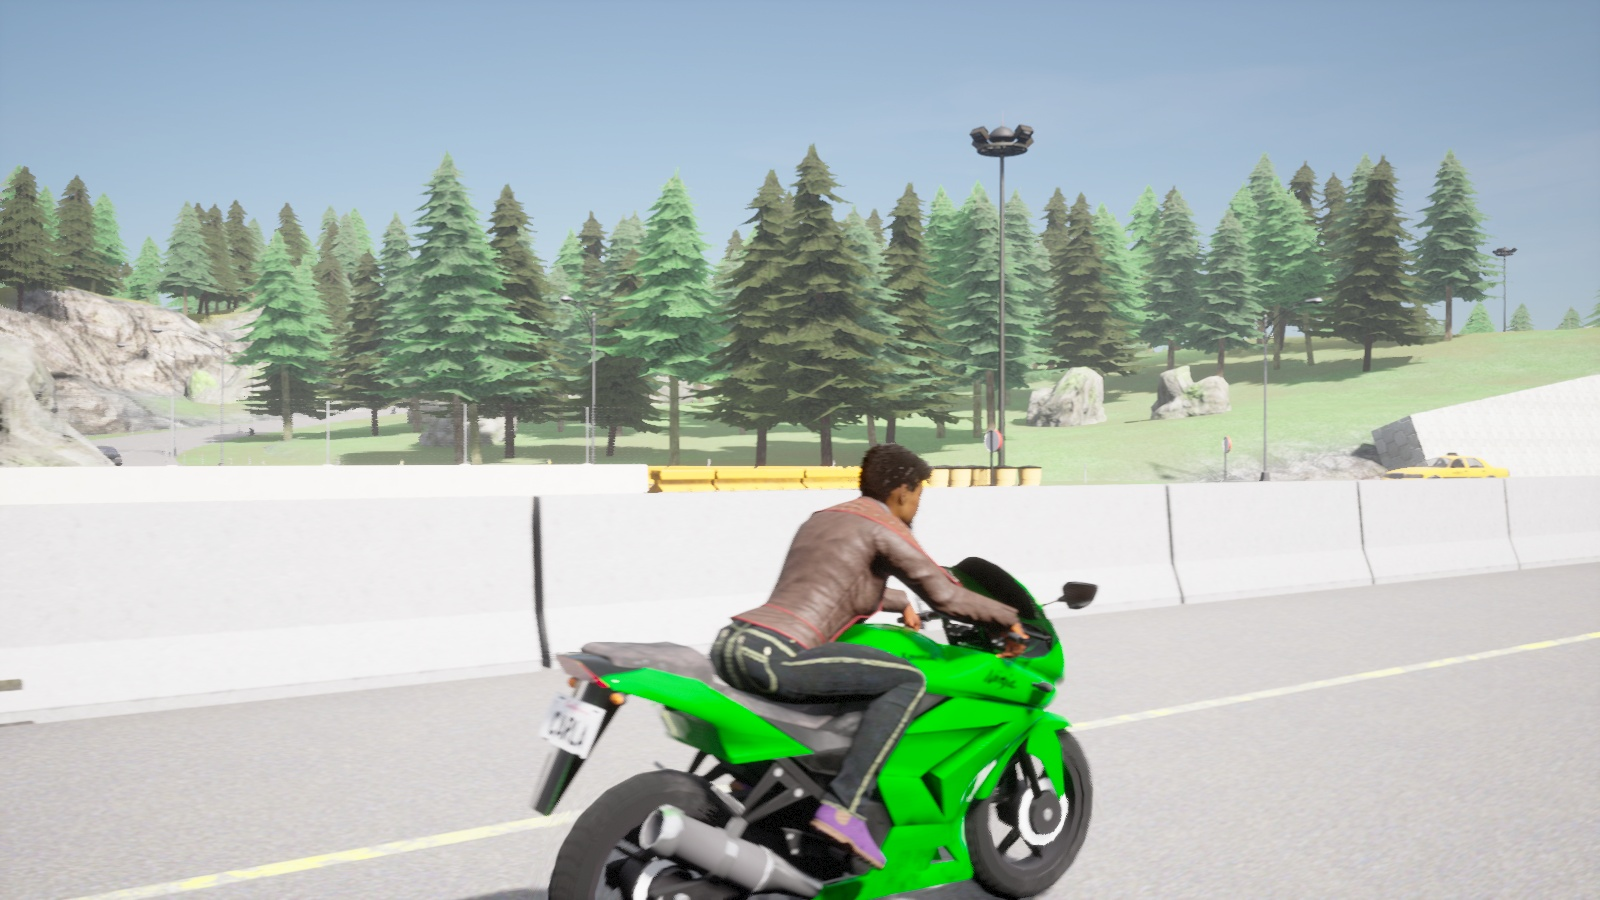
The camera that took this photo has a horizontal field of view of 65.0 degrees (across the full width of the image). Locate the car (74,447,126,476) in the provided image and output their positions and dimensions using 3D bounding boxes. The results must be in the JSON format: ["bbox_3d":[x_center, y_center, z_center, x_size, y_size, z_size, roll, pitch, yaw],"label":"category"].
[{"bbox_3d":[-39.723,0.614,71.195,2.033,1.411,5.357,0,2,-35],"label":"car"}]

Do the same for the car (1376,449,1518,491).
[{"bbox_3d":[25.185,0.750,48.862,5.366,1.575,1.801,0,0,-21],"label":"car"}]

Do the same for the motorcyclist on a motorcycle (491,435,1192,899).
[{"bbox_3d":[0.198,0.735,3.797,2.044,1.523,0.797,0,0,-35],"label":"motorcyclist on a motorcycle"}]
